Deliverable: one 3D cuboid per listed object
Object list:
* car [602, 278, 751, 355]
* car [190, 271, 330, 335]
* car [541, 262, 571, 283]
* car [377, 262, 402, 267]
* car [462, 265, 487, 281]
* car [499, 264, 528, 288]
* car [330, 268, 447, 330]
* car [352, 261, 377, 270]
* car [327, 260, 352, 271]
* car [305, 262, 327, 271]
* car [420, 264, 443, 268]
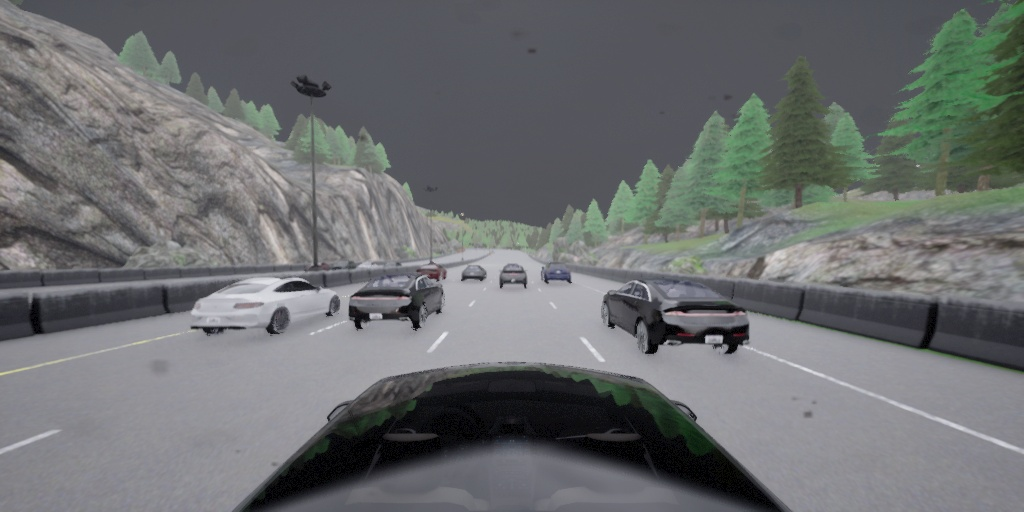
[{"bbox_3d":[3.596,1.288,8.813,2.128,1.511,4.902,0,0,0],"label":"car"},{"bbox_3d":[-6.905,1.334,10.596,1.812,1.442,4.674,0,0,0],"label":"car"},{"bbox_3d":[3.581,1.286,29.876,2.097,1.767,4.553,0,0,0],"label":"car"},{"bbox_3d":[-17.547,1.591,52.608,1.837,1.490,4.892,0,-1,0],"label":"car"},{"bbox_3d":[-3.421,1.518,32.868,1.994,1.385,4.181,0,0,0],"label":"car"},{"bbox_3d":[0.084,1.399,25.582,2.128,1.511,4.902,0,0,0],"label":"car"},{"bbox_3d":[-3.406,1.305,11.403,2.128,1.511,4.902,0,0,0],"label":"car"},{"bbox_3d":[-21.050,1.607,52.283,1.812,1.442,4.674,0,-1,0],"label":"car"},{"bbox_3d":[-24.548,1.434,52.644,2.097,1.767,4.553,0,0,0],"label":"car"},{"bbox_3d":[-28.052,1.605,52.060,1.812,1.442,4.674,0,-1,0],"label":"car"},{"bbox_3d":[-6.920,1.421,31.195,1.882,1.535,5.008,0,0,0],"label":"car"}]
